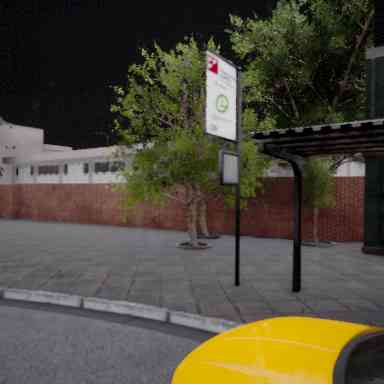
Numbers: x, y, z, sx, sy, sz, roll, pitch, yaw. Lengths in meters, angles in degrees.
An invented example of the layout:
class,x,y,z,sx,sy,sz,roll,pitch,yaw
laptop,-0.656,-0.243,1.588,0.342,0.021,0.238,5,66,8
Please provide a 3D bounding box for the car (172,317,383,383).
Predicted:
class,x,y,z,sx,sy,sz,roll,pitch,yaw
car,2.120,1.477,1.746,5.008,1.535,1.882,0,0,34
